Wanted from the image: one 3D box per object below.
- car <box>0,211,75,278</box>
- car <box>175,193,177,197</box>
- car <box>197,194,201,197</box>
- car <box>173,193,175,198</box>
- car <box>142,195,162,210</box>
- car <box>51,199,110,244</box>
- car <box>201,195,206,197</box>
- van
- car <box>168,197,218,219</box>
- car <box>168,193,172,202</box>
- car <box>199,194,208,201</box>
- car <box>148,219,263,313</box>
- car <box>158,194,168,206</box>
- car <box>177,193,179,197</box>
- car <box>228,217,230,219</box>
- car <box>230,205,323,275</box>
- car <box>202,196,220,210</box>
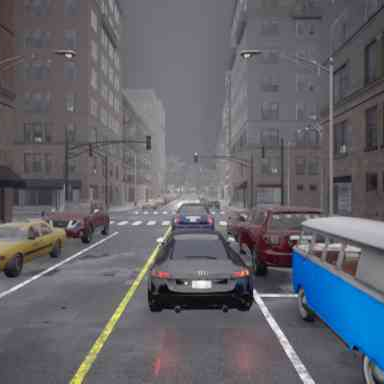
[{"bbox_3d":[-5.388,1.519,10.178,1.752,1.417,4.829,0,0,0],"label":"car"},{"bbox_3d":[-5.311,1.522,81.409,1.947,1.339,4.313,0,0,0],"label":"car"},{"bbox_3d":[2.716,1.512,70.435,2.008,1.369,4.403,0,0,0],"label":"car"},{"bbox_3d":[-5.327,1.402,70.444,1.967,1.590,4.097,0,0,0],"label":"car"},{"bbox_3d":[-5.368,1.500,42.865,1.752,1.417,4.829,0,0,0],"label":"car"},{"bbox_3d":[-5.382,1.306,16.027,2.192,1.841,5.009,0,0,0],"label":"car"},{"bbox_3d":[2.692,1.517,48.507,1.887,1.381,4.507,0,0,0],"label":"car"},{"bbox_3d":[2.643,1.338,4.659,1.690,1.788,3.998,0,0,0],"label":"van"},{"bbox_3d":[0.069,1.342,17.788,2.097,1.767,4.553,0,0,0],"label":"car"},{"bbox_3d":[-5.343,1.282,59.480,2.192,1.841,5.009,0,0,0],"label":"car"},{"bbox_3d":[2.728,1.397,81.399,1.967,1.590,4.097,0,0,0],"label":"car"},{"bbox_3d":[0.107,1.560,7.732,1.994,1.385,4.181,0,0,-2],"label":"car"},{"bbox_3d":[-5.352,1.495,53.828,1.752,1.417,4.829,0,0,0],"label":"car"},{"bbox_3d":[-5.303,1.269,86.891,2.192,1.841,5.009,0,0,0],"label":"car"},{"bbox_3d":[2.656,1.573,16.017,1.802,1.307,4.206,0,0,0],"label":"car"},{"bbox_3d":[2.650,1.309,10.338,2.192,1.841,5.009,0,0,0],"label":"car"},{"bbox_3d":[2.686,1.525,43.026,2.008,1.369,4.403,0,0,0],"label":"car"}]
